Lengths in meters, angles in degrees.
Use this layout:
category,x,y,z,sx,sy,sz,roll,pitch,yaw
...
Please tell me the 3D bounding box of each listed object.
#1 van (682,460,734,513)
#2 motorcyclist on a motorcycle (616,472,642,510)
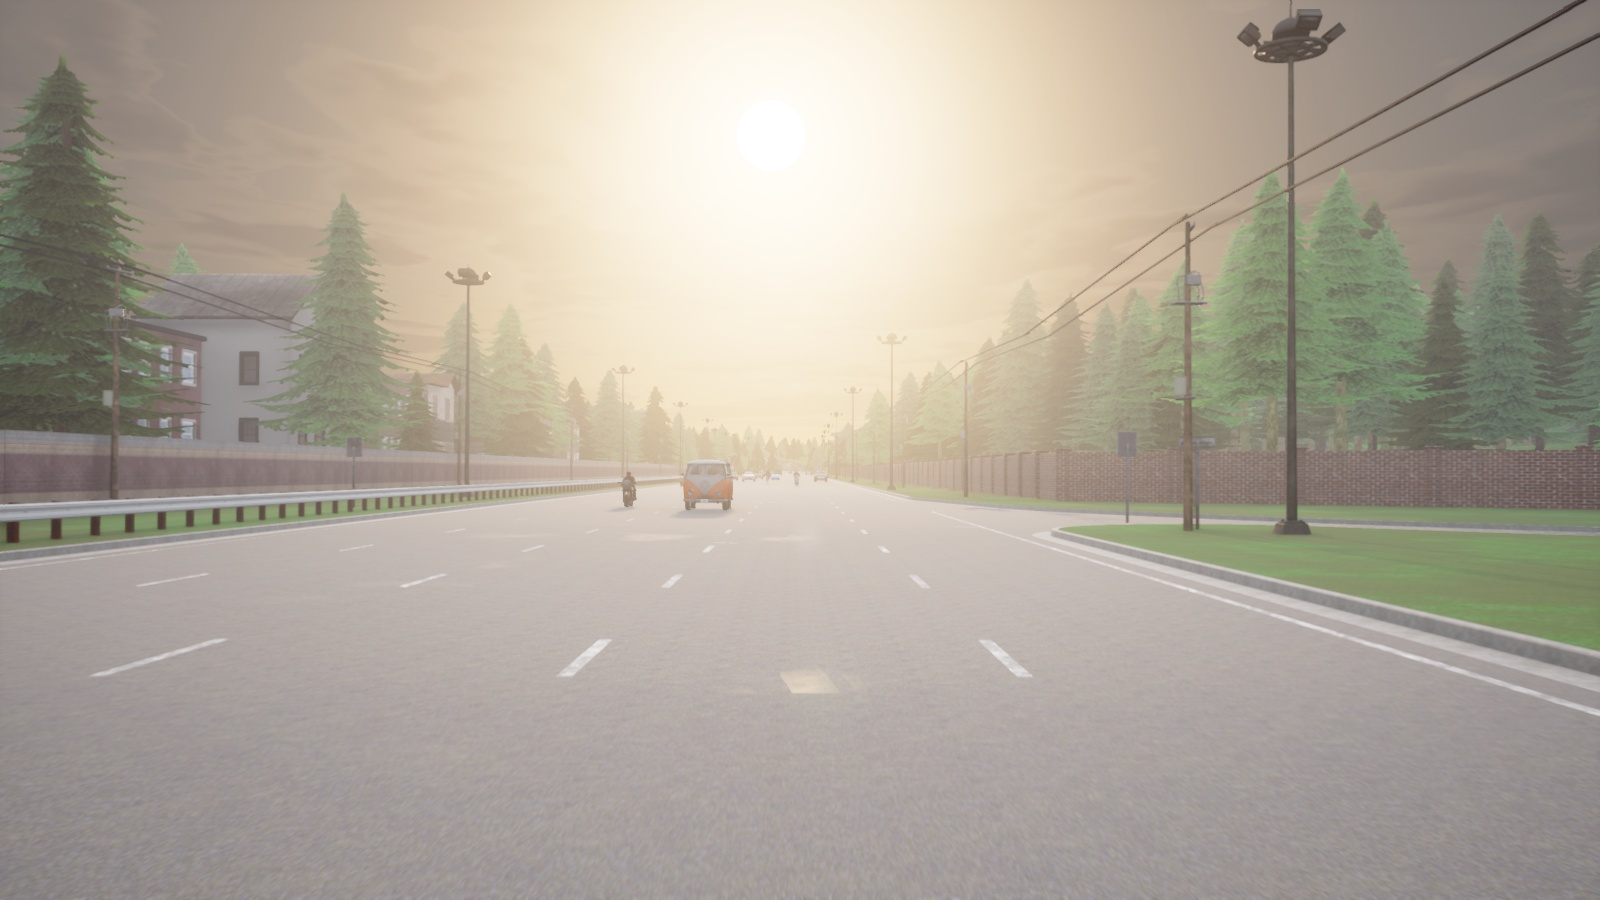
category,x,y,z,sx,sy,sz,roll,pitch,yaw
van,-3.621,1.417,49.999,1.775,1.987,4.442,0,-1,0
motorcyclist on a motorcycle,-7.126,1.701,52.407,0.797,1.523,2.044,0,-1,0
